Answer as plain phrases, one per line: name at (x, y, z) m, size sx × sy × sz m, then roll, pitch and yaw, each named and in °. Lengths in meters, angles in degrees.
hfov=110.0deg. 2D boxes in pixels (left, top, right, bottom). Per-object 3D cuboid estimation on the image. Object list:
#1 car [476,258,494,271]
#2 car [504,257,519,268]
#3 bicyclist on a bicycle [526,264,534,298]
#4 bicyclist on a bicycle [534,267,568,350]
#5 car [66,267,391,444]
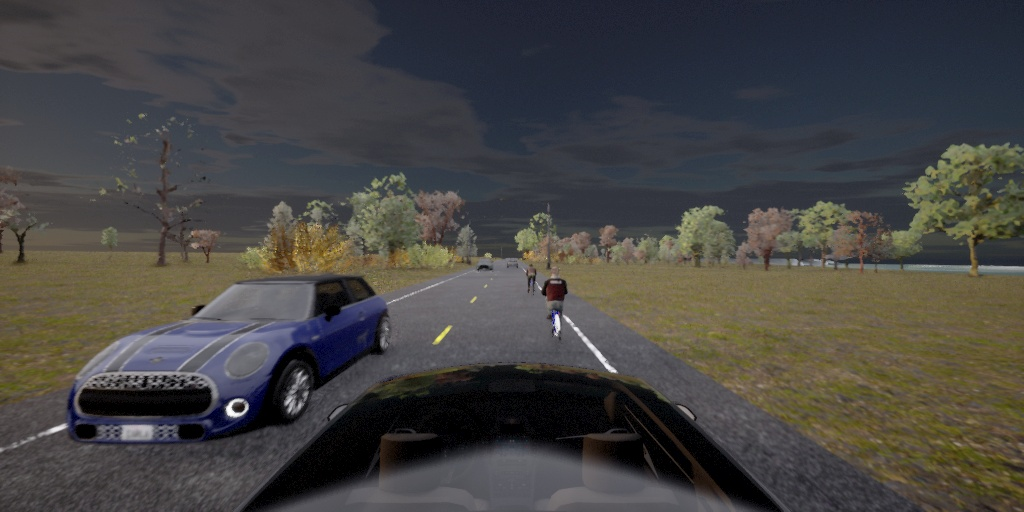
car at (-3.595, 1.104, 47.918) m, size 2.097 × 1.767 × 4.553 m, roll 0°, pitch 0°, yaw 0°
car at (0.095, 1.244, 61.259) m, size 2.128 × 1.511 × 4.902 m, roll 0°, pitch 0°, yaw 0°
bicyclist on a bicycle at (0.961, 1.204, 17.593) m, size 0.582 × 1.620 × 1.656 m, roll 0°, pitch 0°, yaw 0°
bicyclist on a bicycle at (0.962, 1.121, 8.212) m, size 0.659 × 1.776 × 1.843 m, roll 0°, pitch 0°, yaw 0°
car at (-3.601, 1.102, 5.689) m, size 2.097 × 1.767 × 4.553 m, roll 0°, pitch 0°, yaw 0°
